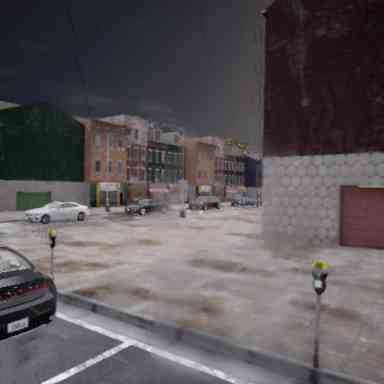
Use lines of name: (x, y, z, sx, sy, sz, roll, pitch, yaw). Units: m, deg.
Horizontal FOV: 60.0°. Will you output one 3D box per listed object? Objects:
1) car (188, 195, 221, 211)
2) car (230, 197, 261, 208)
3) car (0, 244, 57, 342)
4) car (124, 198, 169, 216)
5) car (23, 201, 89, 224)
car: (1.504, 1.193, 39.181, 2.097, 1.767, 4.553, 1, 1, 36)
car: (7.437, 1.423, 47.439, 2.033, 1.411, 5.357, 1, 1, 36)
car: (-4.099, 1.547, 5.716, 4.403, 1.369, 2.008, 0, 1, 36)
car: (-4.193, 1.343, 31.220, 1.837, 1.490, 4.892, 1, 1, 36)
car: (-9.528, 1.400, 23.757, 1.812, 1.442, 4.674, 1, 1, 34)
